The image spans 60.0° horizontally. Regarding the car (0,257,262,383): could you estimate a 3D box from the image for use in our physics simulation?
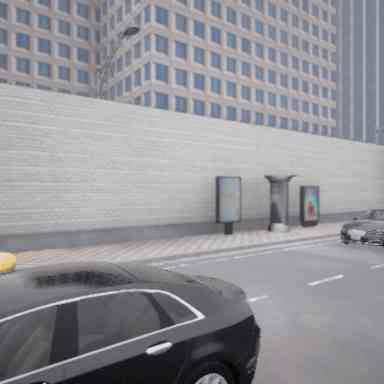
[{"bbox_3d":[-1.518,1.503,2.883,4.892,1.490,1.837,0,0,-35],"label":"car"}]

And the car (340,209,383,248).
[{"bbox_3d":[8.256,1.481,14.123,4.902,1.511,2.128,0,0,-35],"label":"car"}]

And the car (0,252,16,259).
[{"bbox_3d":[-5.157,1.478,4.591,5.008,1.535,1.882,0,0,-35],"label":"car"}]
